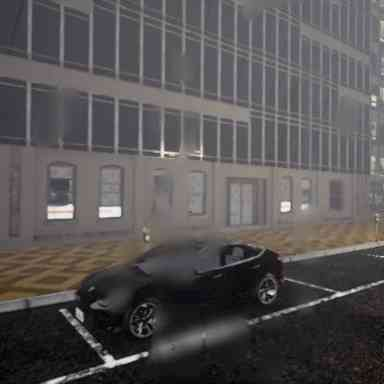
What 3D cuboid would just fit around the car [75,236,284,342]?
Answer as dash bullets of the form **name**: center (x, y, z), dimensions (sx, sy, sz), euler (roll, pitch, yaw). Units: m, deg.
- **car**: center (-0.008, 1.601, 6.557), dimensions (4.313, 1.339, 1.947), euler (1, 0, -36)
